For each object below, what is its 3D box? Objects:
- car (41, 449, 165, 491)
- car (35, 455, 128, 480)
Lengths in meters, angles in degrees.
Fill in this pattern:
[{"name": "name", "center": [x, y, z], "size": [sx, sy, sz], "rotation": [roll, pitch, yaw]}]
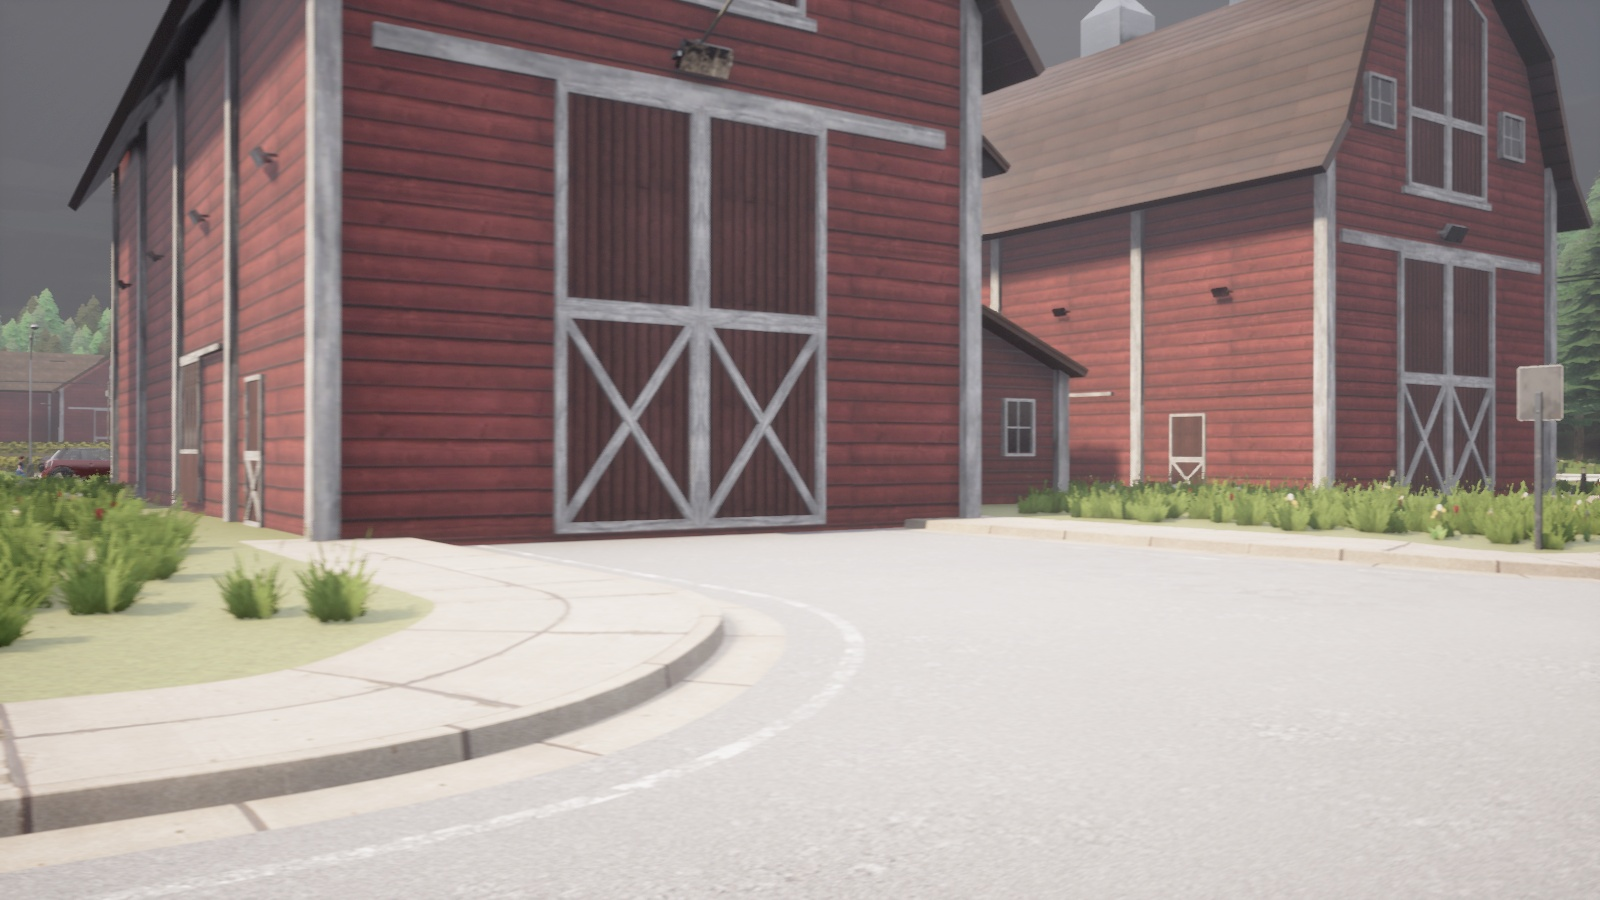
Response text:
[{"name": "car", "center": [-30.417, 0.829, 54.871], "size": [4.553, 1.767, 2.097], "rotation": [0, 0, -35]}, {"name": "car", "center": [-44.029, 1.053, 76.998], "size": [4.792, 1.488, 2.163], "rotation": [0, 0, -35]}]
